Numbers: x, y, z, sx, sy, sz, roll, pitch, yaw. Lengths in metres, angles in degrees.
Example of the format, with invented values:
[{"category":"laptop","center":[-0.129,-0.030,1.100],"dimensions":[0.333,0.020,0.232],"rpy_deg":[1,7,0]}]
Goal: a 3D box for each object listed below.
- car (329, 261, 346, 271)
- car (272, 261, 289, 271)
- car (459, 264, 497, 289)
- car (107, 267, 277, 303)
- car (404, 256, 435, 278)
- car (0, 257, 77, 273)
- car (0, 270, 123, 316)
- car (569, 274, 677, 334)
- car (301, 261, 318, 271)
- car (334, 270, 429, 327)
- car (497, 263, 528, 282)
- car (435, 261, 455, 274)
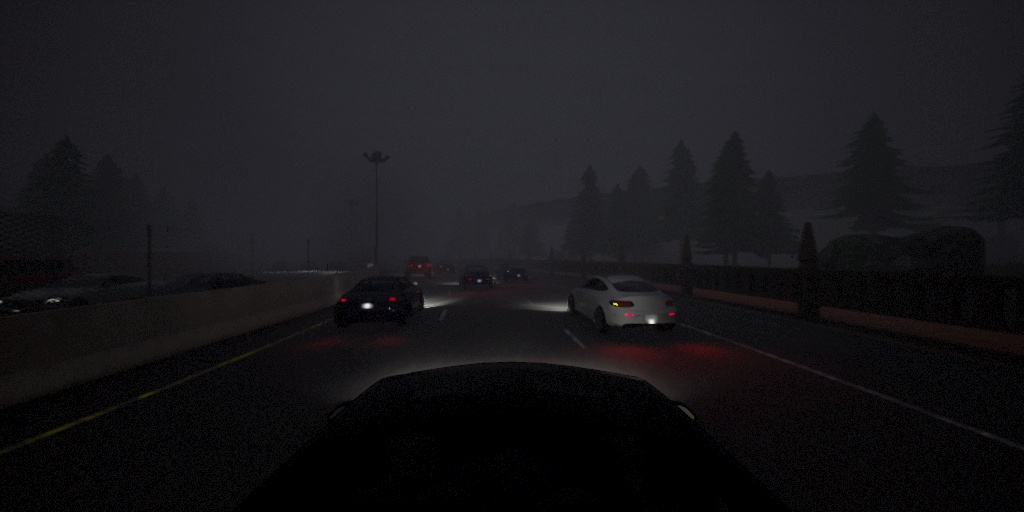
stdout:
[{"category":"car","center":[-25.369,1.411,52.081],"dimensions":[1.895,1.301,4.718],"rpy_deg":[0,0,-30]},{"category":"car","center":[-32.673,1.393,50.683],"dimensions":[2.033,1.411,5.357],"rpy_deg":[0,0,-31]},{"category":"car","center":[-2.403,1.263,23.193],"dimensions":[1.812,1.442,4.674],"rpy_deg":[0,0,-12]},{"category":"car","center":[-11.499,1.337,13.604],"dimensions":[2.033,1.411,5.357],"rpy_deg":[0,0,-8]},{"category":"car","center":[-8.801,0.976,33.496],"dimensions":[2.150,2.045,5.566],"rpy_deg":[0,0,-18]},{"category":"car","center":[-18.387,1.045,12.323],"dimensions":[2.150,2.045,5.566],"rpy_deg":[0,0,-8]},{"category":"car","center":[-14.988,1.332,12.921],"dimensions":[1.812,1.442,4.674],"rpy_deg":[0,0,-8]},{"category":"car","center":[3.014,1.252,10.530],"dimensions":[1.812,1.442,4.674],"rpy_deg":[0,0,-5]},{"category":"car","center":[-29.405,1.393,52.017],"dimensions":[1.994,1.385,4.181],"rpy_deg":[0,0,-31]},{"category":"car","center":[-4.112,1.322,11.693],"dimensions":[1.994,1.385,4.181],"rpy_deg":[0,0,-6]},{"category":"car","center":[-0.070,1.246,28.393],"dimensions":[1.812,1.442,4.674],"rpy_deg":[0,0,-14]},{"category":"car","center":[-7.700,1.268,40.515],"dimensions":[1.812,1.442,4.674],"rpy_deg":[0,0,-22]}]
